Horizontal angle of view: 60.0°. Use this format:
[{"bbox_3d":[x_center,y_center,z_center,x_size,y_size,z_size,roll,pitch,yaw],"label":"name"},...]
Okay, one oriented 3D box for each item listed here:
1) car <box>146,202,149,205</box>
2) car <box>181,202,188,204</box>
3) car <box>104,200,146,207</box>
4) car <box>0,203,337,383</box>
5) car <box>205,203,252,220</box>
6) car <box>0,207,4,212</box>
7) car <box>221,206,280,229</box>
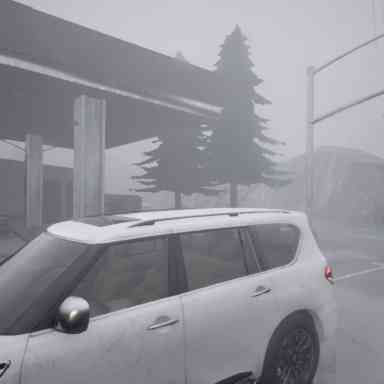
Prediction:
[{"bbox_3d":[-6.511,1.652,40.240,1.812,1.442,4.674,1,0,-35],"label":"car"},{"bbox_3d":[-0.648,1.720,31.911,1.812,1.442,4.674,1,0,-35],"label":"car"},{"bbox_3d":[-4.453,1.446,18.318,1.905,1.878,3.866,1,0,-36],"label":"car"},{"bbox_3d":[-0.746,1.256,3.520,5.566,2.045,2.150,-1,0,-36],"label":"car"},{"bbox_3d":[3.482,1.849,32.450,1.895,1.301,4.718,1,0,-35],"label":"car"},{"bbox_3d":[-11.583,1.521,18.528,2.242,1.667,4.611,1,0,-36],"label":"car"},{"bbox_3d":[4.267,1.816,24.911,1.994,1.385,4.181,1,0,-35],"label":"car"}]
